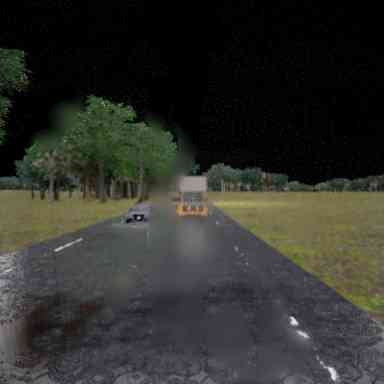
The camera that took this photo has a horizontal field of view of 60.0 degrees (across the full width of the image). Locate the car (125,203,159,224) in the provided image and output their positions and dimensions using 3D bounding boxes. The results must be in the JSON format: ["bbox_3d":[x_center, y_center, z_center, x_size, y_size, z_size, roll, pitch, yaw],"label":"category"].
[{"bbox_3d":[-3.537,1.511,24.127,1.994,1.385,4.181,0,0,0],"label":"car"}]

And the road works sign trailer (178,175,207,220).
[{"bbox_3d":[0.071,0.393,27.313,2.380,3.560,2.880,0,0,0],"label":"road works sign trailer"}]

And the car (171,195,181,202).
[{"bbox_3d":[-3.078,1.197,65.427,2.033,1.411,5.357,0,1,1],"label":"car"}]
